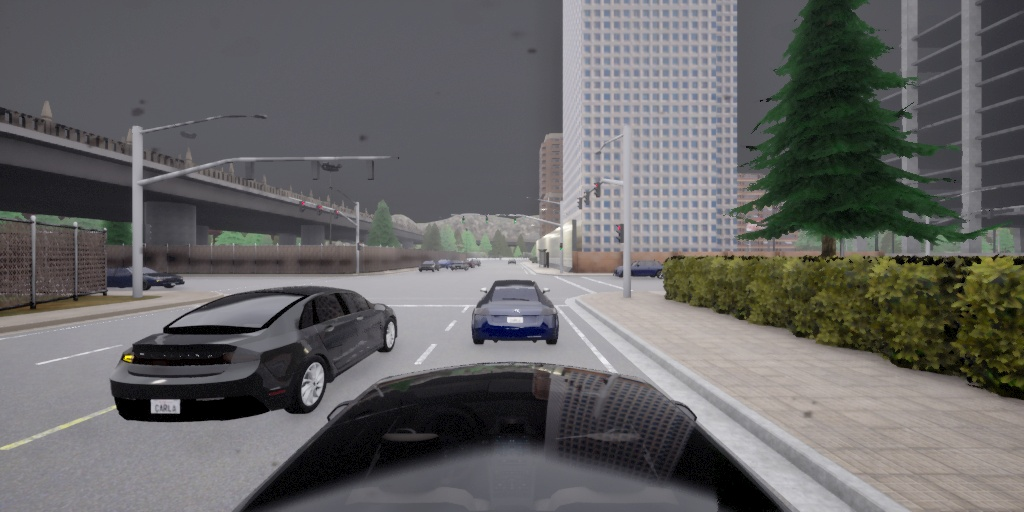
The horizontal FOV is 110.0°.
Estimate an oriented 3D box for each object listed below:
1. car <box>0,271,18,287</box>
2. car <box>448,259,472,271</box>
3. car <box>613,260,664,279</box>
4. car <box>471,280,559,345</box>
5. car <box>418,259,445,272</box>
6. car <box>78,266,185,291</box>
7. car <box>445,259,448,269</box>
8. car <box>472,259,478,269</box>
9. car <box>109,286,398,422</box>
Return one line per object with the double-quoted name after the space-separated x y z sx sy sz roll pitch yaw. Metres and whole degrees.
-33.556 1.297 22.041 4.902 1.511 2.128 0 0 0 "car"
-7.084 1.314 49.166 1.994 1.385 4.181 0 0 0 "car"
11.644 1.157 32.834 4.553 1.767 2.097 0 0 0 "car"
0.079 1.314 9.548 1.994 1.385 4.181 0 0 0 "car"
-10.592 1.297 46.413 2.033 1.411 5.357 0 0 0 "car"
-23.490 1.353 22.062 5.357 1.411 2.033 0 0 0 "car"
-10.587 1.227 55.863 1.882 1.535 5.008 0 0 0 "car"
-7.082 1.351 57.920 1.895 1.301 4.718 0 0 0 "car"
-3.440 1.255 6.002 1.837 1.490 4.892 0 0 0 "car"
